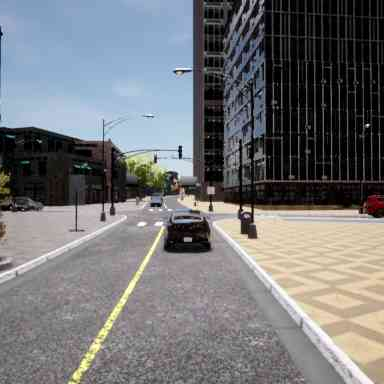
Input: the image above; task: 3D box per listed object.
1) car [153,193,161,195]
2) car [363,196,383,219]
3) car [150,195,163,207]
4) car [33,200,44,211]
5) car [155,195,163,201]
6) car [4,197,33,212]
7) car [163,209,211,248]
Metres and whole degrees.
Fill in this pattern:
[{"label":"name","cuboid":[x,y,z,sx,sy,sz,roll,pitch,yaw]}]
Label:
[{"label":"car","cuboid":[-7.028,1.238,67.158,2.150,2.045,5.566,0,0,-5]},{"label":"car","cuboid":[15.765,1.188,25.206,5.009,1.841,2.192,0,-1,18]},{"label":"car","cuboid":[-5.480,1.560,50.723,2.033,1.411,5.357,0,0,-6]},{"label":"car","cuboid":[-19.981,1.396,39.529,4.553,1.767,2.097,0,-1,18]},{"label":"car","cuboid":[-8.100,1.562,81.877,1.994,1.385,4.181,0,0,-4]},{"label":"car","cuboid":[-20.555,1.568,37.121,4.313,1.339,1.947,0,-1,18]},{"label":"car","cuboid":[-0.226,1.510,14.698,1.837,1.490,4.892,0,0,-2]}]
